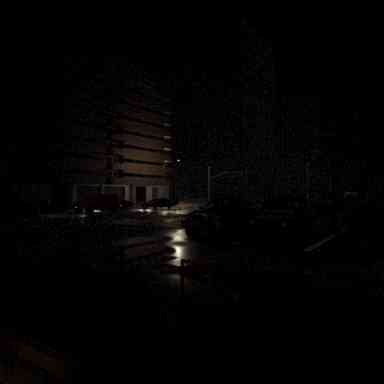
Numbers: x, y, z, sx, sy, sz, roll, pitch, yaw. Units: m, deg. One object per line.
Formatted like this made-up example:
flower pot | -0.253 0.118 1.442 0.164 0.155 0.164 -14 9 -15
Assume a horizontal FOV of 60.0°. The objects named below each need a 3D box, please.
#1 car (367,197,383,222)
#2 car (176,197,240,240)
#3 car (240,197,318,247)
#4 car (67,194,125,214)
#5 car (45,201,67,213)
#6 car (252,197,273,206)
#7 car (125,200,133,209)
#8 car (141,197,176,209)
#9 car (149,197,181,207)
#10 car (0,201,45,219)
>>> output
car | 15.898 1.395 27.316 1.970 1.475 3.806 0 0 34
car | 1.507 1.153 16.027 1.932 1.855 4.605 0 0 34
car | 3.874 1.156 14.361 1.905 1.878 3.866 0 0 34
car | -10.343 1.222 36.319 2.150 2.045 5.566 0 0 34
car | -15.364 1.601 35.121 1.895 1.301 4.718 0 0 34
car | 12.051 1.526 56.779 1.812 1.442 4.674 0 0 34
car | -9.990 1.547 43.126 2.033 1.411 5.357 0 0 34
car | -4.535 1.547 44.957 2.033 1.411 5.357 0 0 34
car | -4.159 1.547 51.743 2.033 1.411 5.357 0 0 35
car | -15.447 1.564 28.718 1.994 1.385 4.181 0 0 34
